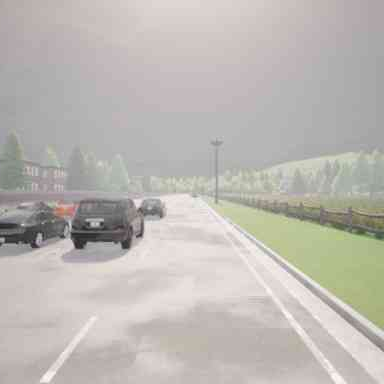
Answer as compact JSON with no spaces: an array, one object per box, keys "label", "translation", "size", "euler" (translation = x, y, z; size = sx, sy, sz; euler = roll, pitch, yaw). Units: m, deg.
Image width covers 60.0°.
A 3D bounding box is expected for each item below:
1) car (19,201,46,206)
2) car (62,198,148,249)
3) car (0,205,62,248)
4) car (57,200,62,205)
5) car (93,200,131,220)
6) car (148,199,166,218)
[{"label":"car","translation":[-14.000,1.533,29.650],"size":[1.812,1.442,4.674],"euler":[0,0,0]},{"label":"car","translation":[-3.500,1.258,14.680],"size":[2.150,2.045,5.566],"euler":[0,0,0]},{"label":"car","translation":[-7.000,1.516,14.650],"size":[1.837,1.490,4.892],"euler":[0,0,0]},{"label":"car","translation":[-10.500,1.366,29.620],"size":[2.097,1.767,4.553],"euler":[0,0,0]},{"label":"car","translation":[-7.000,1.495,29.650],"size":[2.128,1.511,4.902],"euler":[0,0,0]},{"label":"car","translation":[-3.500,1.366,29.620],"size":[2.097,1.767,4.553],"euler":[0,0,0]}]
